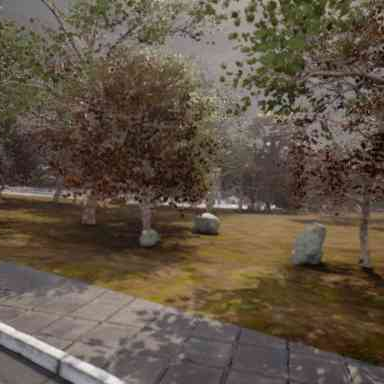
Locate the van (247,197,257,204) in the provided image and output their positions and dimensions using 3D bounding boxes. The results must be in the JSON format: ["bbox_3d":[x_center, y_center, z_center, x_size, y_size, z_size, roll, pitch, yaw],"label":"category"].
[{"bbox_3d":[15.094,2.319,91.894,4.442,1.987,1.878,4,1,-45],"label":"van"}]

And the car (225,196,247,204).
[{"bbox_3d":[11.227,2.026,88.053,5.566,2.045,2.435,4,1,-45],"label":"car"}]
